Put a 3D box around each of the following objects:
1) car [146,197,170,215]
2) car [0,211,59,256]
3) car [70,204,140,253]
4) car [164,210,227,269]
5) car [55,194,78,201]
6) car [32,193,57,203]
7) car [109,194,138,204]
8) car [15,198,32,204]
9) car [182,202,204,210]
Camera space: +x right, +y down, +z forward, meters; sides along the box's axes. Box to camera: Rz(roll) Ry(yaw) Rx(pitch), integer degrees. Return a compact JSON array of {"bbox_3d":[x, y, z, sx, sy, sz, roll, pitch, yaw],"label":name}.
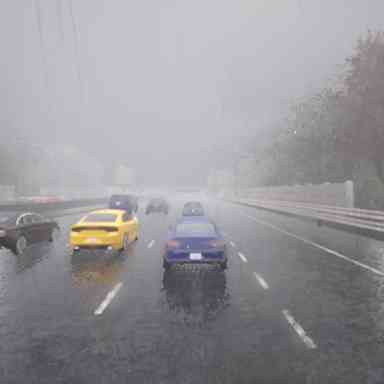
[{"bbox_3d":[-3.405,1.366,34.228,2.097,1.767,4.553,0,0,0],"label":"car"},{"bbox_3d":[-6.899,1.493,13.115,2.128,1.511,4.902,0,0,0],"label":"car"},{"bbox_3d":[-3.399,1.479,13.820,1.882,1.535,5.008,0,0,0],"label":"car"},{"bbox_3d":[0.099,1.526,11.036,1.812,1.442,4.674,0,0,0],"label":"car"},{"bbox_3d":[-21.042,1.525,57.024,2.128,1.511,4.902,0,0,1],"label":"car"},{"bbox_3d":[-24.532,1.256,56.821,2.150,2.045,5.566,0,0,1],"label":"car"},{"bbox_3d":[-6.905,1.235,33.752,2.150,2.045,5.566,0,0,0],"label":"car"},{"bbox_3d":[-28.025,1.633,56.369,1.895,1.301,4.718,0,0,0],"label":"car"},{"bbox_3d":[0.098,1.558,28.921,2.033,1.411,5.357,0,0,0],"label":"car"}]
